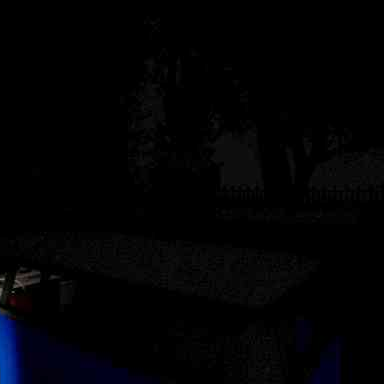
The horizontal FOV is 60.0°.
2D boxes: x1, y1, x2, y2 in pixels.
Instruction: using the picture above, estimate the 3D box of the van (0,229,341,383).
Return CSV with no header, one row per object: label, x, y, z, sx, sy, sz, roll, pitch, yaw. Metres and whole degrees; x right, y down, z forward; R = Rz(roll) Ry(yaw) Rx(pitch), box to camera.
van,-0.690,1.341,3.203,3.998,1.788,1.690,0,0,35
